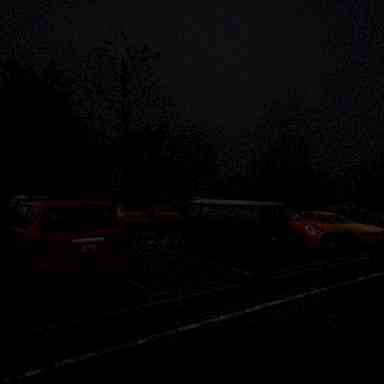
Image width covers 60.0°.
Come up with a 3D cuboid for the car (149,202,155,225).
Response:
[{"bbox_3d":[-4.941,1.516,23.072,1.946,1.575,5.366,1,0,-36],"label":"car"}]

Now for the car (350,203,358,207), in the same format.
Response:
[{"bbox_3d":[16.451,2.189,38.270,2.002,1.452,4.674,2,-1,-36],"label":"car"}]

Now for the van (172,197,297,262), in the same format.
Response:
[{"bbox_3d":[1.360,1.280,12.402,1.878,1.987,4.442,1,0,-36],"label":"van"}]

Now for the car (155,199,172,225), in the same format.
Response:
[{"bbox_3d":[-2.784,1.552,24.630,1.946,1.575,5.366,1,-1,-36],"label":"car"}]

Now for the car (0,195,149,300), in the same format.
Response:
[{"bbox_3d":[-3.603,1.200,8.698,2.435,2.045,5.566,1,0,-36],"label":"car"}]

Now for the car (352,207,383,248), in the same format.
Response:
[{"bbox_3d":[6.359,1.586,15.645,1.946,1.575,5.366,1,-1,-36],"label":"car"}]

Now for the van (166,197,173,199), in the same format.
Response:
[{"bbox_3d":[-0.340,1.375,26.024,1.878,1.987,4.442,1,-1,-36],"label":"van"}]

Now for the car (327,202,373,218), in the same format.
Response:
[{"bbox_3d":[18.997,2.127,40.166,2.185,1.767,4.553,2,-1,-36],"label":"car"}]

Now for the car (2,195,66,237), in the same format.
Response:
[{"bbox_3d":[-9.447,1.210,19.550,2.435,2.045,5.566,0,0,-36],"label":"car"}]

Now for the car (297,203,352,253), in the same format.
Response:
[{"bbox_3d":[3.870,1.417,14.112,2.185,1.767,4.553,1,-1,-36],"label":"car"}]
